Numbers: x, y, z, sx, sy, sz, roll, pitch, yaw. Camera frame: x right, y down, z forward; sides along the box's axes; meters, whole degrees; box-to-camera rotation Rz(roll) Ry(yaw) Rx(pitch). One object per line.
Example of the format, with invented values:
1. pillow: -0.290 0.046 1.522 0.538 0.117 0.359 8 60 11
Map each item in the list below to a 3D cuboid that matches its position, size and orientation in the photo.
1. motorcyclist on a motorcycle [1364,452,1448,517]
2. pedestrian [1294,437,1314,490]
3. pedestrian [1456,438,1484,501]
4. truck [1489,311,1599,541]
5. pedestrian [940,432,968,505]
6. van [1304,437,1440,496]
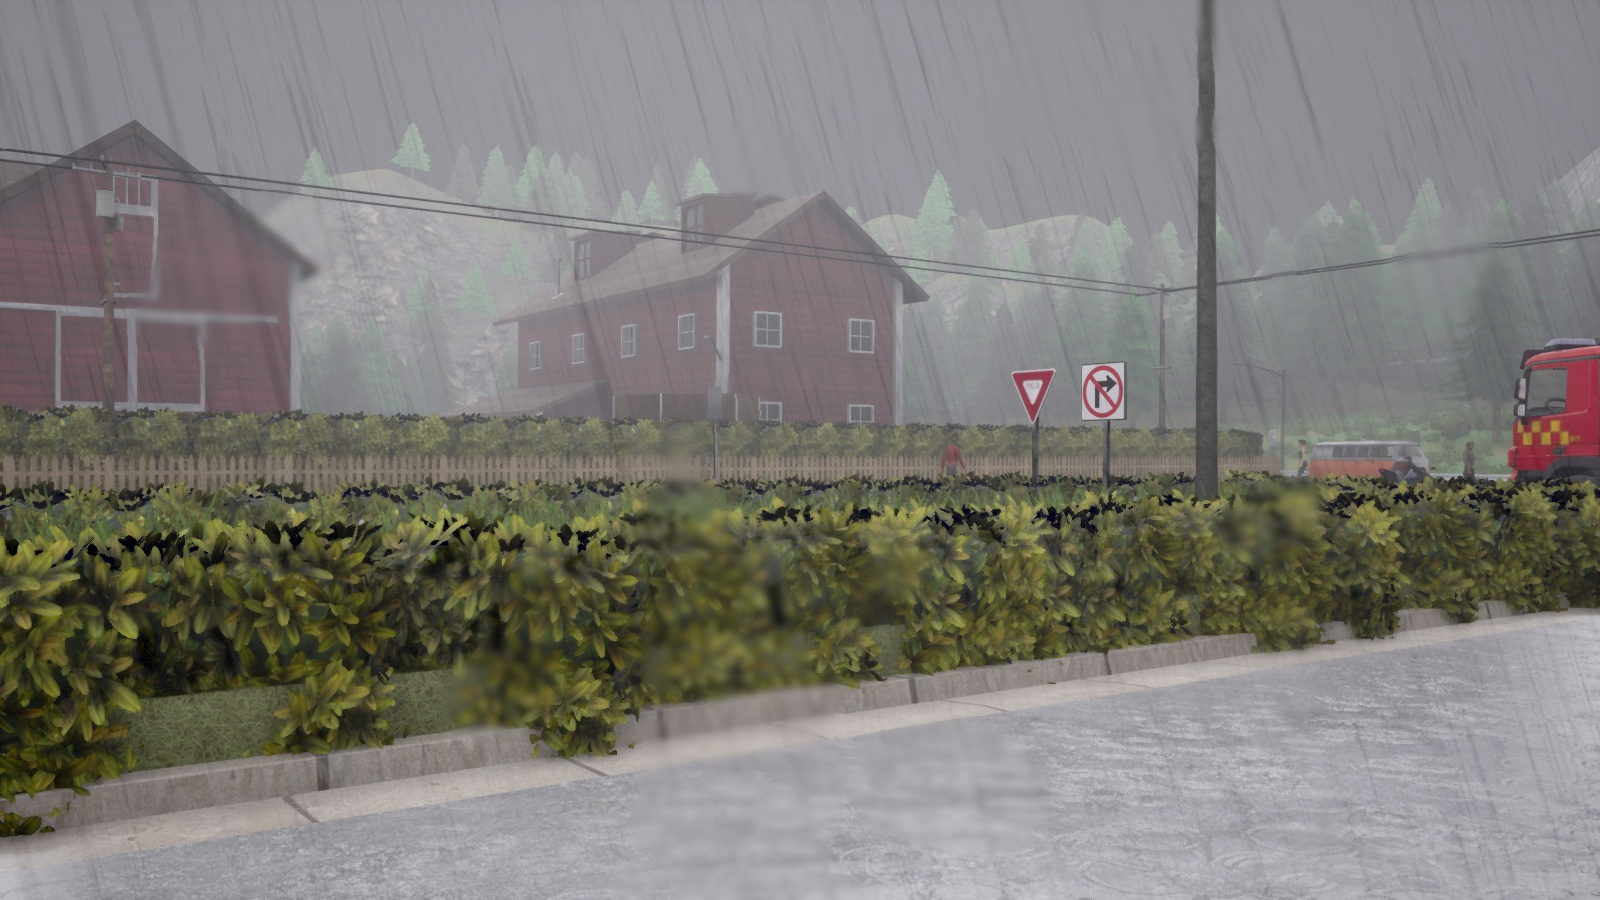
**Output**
1. motorcyclist on a motorcycle: 14.829 0.823 30.718 2.191 1.530 0.866 0 0 -35
2. pedestrian: 17.423 0.473 43.416 0.594 1.836 0.345 0 0 26
3. pedestrian: 19.855 0.579 37.217 0.331 1.846 0.634 0 0 -34
4. truck: 14.950 -0.404 19.452 2.891 3.827 8.468 0 0 -9
5. pedestrian: 3.928 0.470 31.939 0.636 1.846 0.331 0 0 -33
6. van: 20.422 0.566 45.018 1.775 1.987 4.442 0 0 -21
